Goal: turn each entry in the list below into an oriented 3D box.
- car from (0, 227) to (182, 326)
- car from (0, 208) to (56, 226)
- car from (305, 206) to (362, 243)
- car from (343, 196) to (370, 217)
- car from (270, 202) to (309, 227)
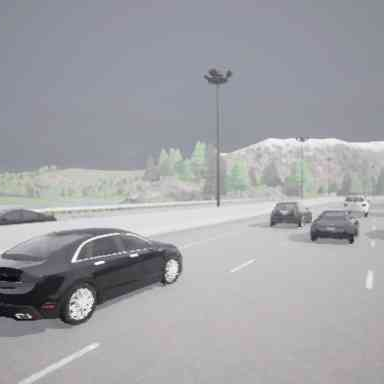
[{"bbox_3d":[-2.006,1.549,7.357,1.837,1.490,4.892,0,-1,29],"label":"car"},{"bbox_3d":[-9.165,1.588,16.484,1.882,1.535,5.008,0,-1,29],"label":"car"},{"bbox_3d":[7.282,1.639,16.842,1.994,1.385,4.181,0,0,29],"label":"car"},{"bbox_3d":[16.471,1.367,33.375,2.150,2.045,5.566,0,0,29],"label":"car"},{"bbox_3d":[7.144,1.465,23.798,2.097,1.767,4.553,0,0,29],"label":"car"}]
